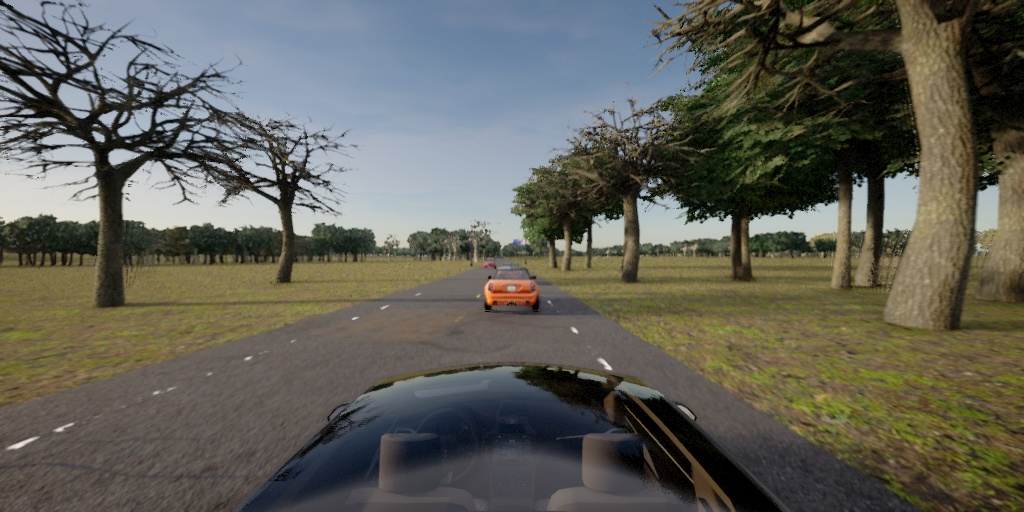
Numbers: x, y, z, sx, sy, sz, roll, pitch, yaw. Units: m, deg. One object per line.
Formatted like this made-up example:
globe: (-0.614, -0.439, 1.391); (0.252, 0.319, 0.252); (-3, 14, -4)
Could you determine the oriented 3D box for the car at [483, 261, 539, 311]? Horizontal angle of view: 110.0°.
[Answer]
car: (-0.008, 1.228, 15.275); (2.097, 1.767, 4.553); (0, -1, 0)
